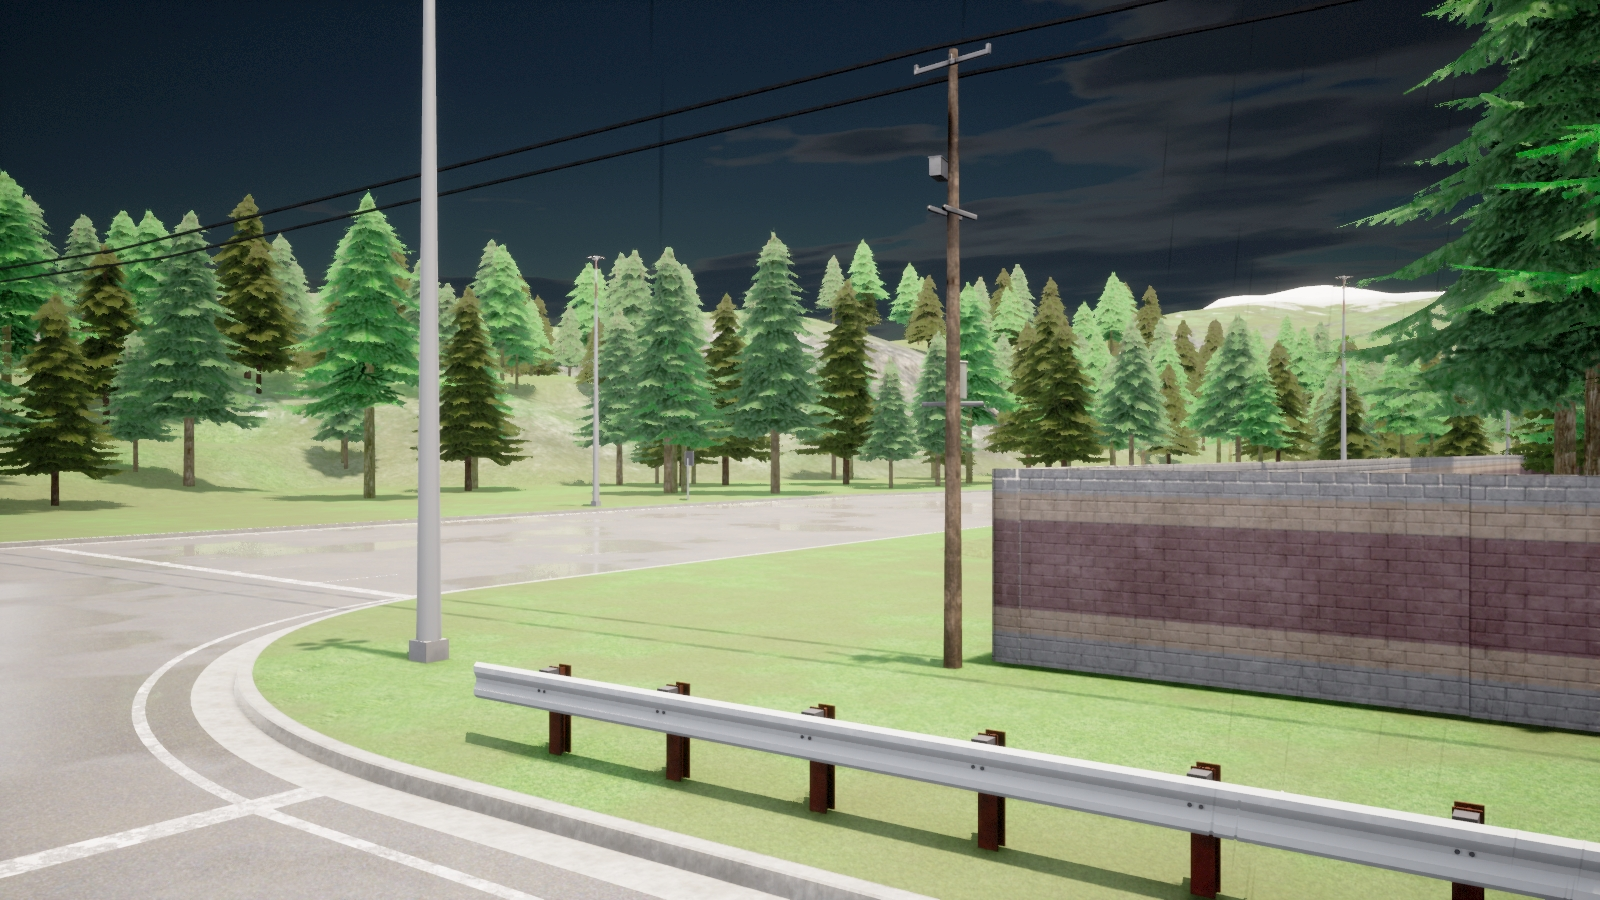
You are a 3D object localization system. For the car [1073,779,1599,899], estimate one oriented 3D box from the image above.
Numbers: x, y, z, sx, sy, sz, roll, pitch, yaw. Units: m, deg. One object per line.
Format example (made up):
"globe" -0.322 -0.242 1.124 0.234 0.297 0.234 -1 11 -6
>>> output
"car" 3.010 1.982 1.681 5.238 1.638 2.097 0 0 35
